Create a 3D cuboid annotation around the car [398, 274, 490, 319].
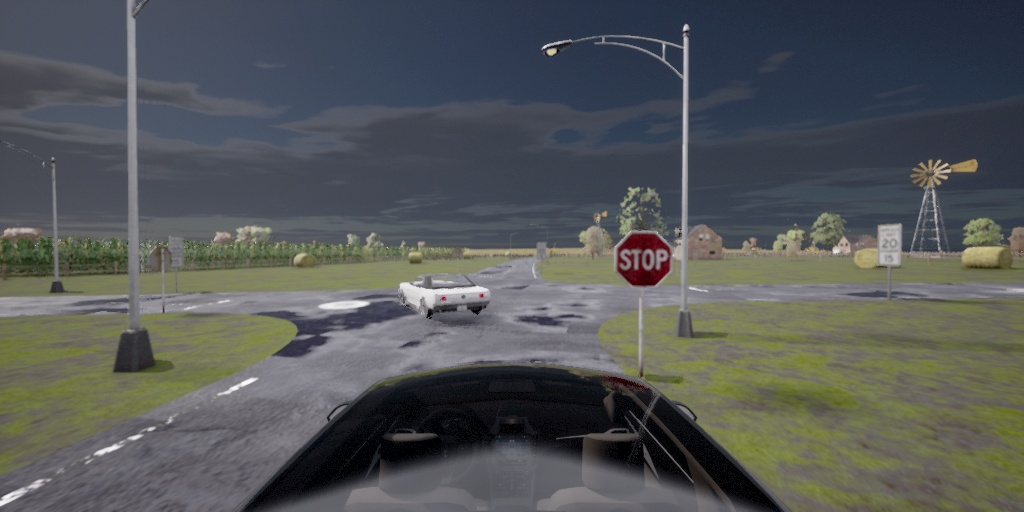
[{"bbox_3d":[-2.593,1.263,12.603,1.895,1.301,4.718,-1,0,-30],"label":"car"}]
